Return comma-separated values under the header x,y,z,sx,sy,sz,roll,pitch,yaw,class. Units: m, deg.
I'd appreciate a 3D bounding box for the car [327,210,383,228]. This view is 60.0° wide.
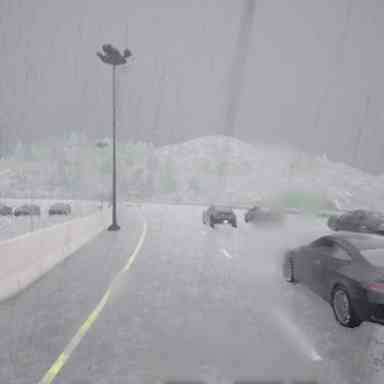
x,y,z,sx,sy,sz,roll,pitch,yaw,class
9.634,1.687,18.657,2.033,1.411,5.357,0,-1,-6,car

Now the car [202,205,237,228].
x,y,z,sx,sy,sz,roll,pitch,yaw,class
1.915,1.741,24.238,1.837,1.490,4.892,0,-1,-7,car

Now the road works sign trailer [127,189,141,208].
x,y,z,sx,sy,sz,roll,pitch,yaw,class
-11.121,1.160,63.048,2.380,3.560,2.880,0,-1,-22,road works sign trailer

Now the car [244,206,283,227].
x,y,z,sx,sy,sz,roll,pitch,yaw,class
5.315,1.753,25.088,1.812,1.442,4.674,0,-1,-8,car

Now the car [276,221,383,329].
x,y,z,sx,sy,sz,roll,pitch,yaw,class
3.384,1.580,6.966,1.812,1.442,4.674,0,-1,-2,car
